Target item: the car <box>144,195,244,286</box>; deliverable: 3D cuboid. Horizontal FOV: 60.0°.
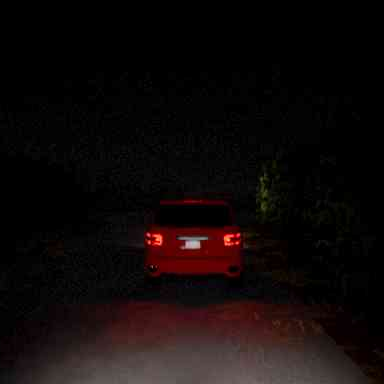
[{"bbox_3d":[0.090,1.076,9.151,2.150,2.045,5.566,0,1,2],"label":"car"}]
